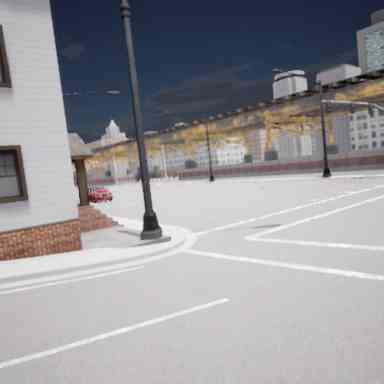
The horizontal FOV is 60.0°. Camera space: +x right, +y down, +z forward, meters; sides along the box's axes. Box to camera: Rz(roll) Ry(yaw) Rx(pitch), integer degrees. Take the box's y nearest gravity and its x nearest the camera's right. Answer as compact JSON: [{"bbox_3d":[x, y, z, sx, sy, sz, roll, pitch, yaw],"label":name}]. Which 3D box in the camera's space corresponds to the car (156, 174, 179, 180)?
[{"bbox_3d":[-5.765,-3.795,82.669,4.536,1.218,1.853,-5,5,19],"label":"car"}]

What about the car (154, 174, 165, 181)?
[{"bbox_3d":[-8.462,-3.799,86.503,1.853,1.218,4.536,-6,4,9],"label":"car"}]

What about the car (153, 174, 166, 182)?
[{"bbox_3d":[-8.452,-3.638,86.464,2.038,1.542,4.974,-6,4,9],"label":"car"}]

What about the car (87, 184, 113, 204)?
[{"bbox_3d":[-11.064,0.208,38.470,2.150,2.045,5.566,-9,7,-35],"label":"car"}]
